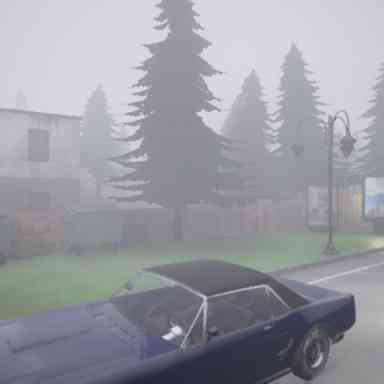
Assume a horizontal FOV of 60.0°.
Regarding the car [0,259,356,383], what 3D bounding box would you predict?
[{"bbox_3d":[-0.152,1.598,3.904,4.718,1.301,1.895,0,0,-36],"label":"car"}]
